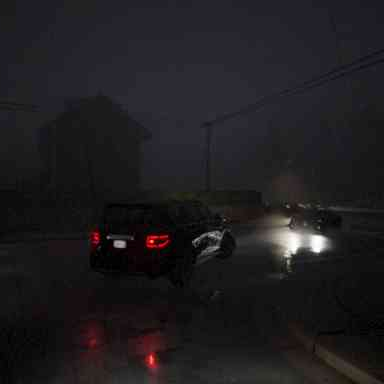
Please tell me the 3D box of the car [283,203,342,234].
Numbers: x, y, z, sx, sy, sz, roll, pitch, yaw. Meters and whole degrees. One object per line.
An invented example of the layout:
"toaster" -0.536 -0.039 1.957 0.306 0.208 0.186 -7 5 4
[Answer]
"car" 7.197 1.520 19.165 1.994 1.385 4.181 0 0 38

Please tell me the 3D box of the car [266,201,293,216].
"car" 8.173 1.496 29.081 1.994 1.385 4.181 0 0 -21

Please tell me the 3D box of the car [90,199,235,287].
"car" -0.531 1.199 9.614 2.150 2.045 5.566 0 0 22
